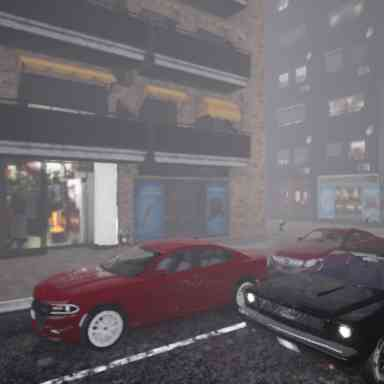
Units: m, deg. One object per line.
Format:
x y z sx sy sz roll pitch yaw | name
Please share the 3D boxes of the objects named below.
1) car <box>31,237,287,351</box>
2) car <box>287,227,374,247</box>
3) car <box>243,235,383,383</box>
-0.508 1.575 6.209 4.507 1.381 1.887 1 -1 -35 | car
4.053 1.669 9.460 4.206 1.307 1.802 1 -1 -35 | car
3.022 1.656 5.528 4.718 1.301 1.895 1 0 -35 | car
